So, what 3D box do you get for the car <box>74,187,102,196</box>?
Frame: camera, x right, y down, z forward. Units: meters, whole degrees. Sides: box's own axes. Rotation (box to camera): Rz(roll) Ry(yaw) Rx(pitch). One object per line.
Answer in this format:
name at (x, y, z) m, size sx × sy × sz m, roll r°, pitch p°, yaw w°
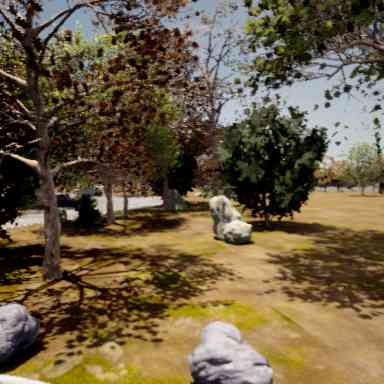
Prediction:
car at (-15.247, -0.030, 48.788) m, size 4.181 × 1.385 × 1.994 m, roll 2°, pitch 2°, yaw 27°
